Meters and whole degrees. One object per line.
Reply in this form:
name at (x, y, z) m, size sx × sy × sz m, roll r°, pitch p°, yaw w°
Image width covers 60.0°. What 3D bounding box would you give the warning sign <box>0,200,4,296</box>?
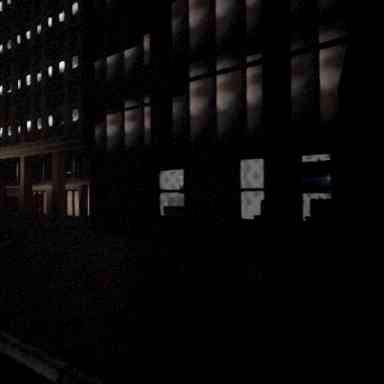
warning sign at (-4.503, 1.094, 6.276) m, size 1.060 × 1.860 × 1.300 m, roll -1°, pitch 0°, yaw 36°
